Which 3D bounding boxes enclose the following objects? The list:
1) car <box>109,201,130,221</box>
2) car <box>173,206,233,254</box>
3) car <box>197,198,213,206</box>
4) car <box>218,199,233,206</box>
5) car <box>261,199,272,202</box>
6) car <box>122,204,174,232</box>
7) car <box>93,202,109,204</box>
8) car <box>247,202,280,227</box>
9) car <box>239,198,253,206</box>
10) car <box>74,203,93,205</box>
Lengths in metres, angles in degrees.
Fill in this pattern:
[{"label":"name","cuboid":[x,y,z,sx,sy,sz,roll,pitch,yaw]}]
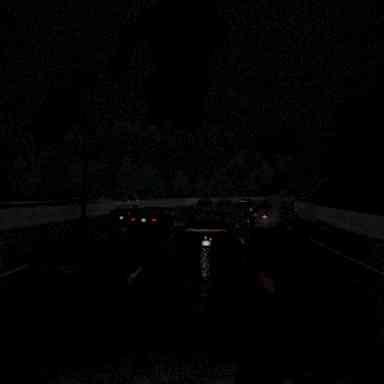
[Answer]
[{"label":"car","cuboid":[-5.036,1.660,27.430,1.895,1.301,4.718,0,0,8]},{"label":"car","cuboid":[0.668,1.550,13.855,2.128,1.511,4.902,0,0,4]},{"label":"car","cuboid":[2.307,1.770,59.266,1.812,1.442,4.674,0,0,18]},{"label":"car","cuboid":[5.875,1.838,58.842,1.994,1.385,4.181,0,0,18]},{"label":"car","cuboid":[12.961,1.897,57.988,1.994,1.385,4.181,0,0,19]},{"label":"car","cuboid":[-2.344,1.606,20.767,2.033,1.411,5.357,0,0,7]},{"label":"car","cuboid":[-15.984,1.610,59.526,1.812,1.442,4.674,0,0,16]},{"label":"car","cuboid":[5.203,1.702,24.243,1.994,1.385,4.181,0,0,8]},{"label":"car","cuboid":[9.636,1.800,59.111,2.128,1.511,4.902,0,0,19]},{"label":"car","cuboid":[-20.050,1.519,58.066,1.882,1.535,5.008,0,0,16]}]
